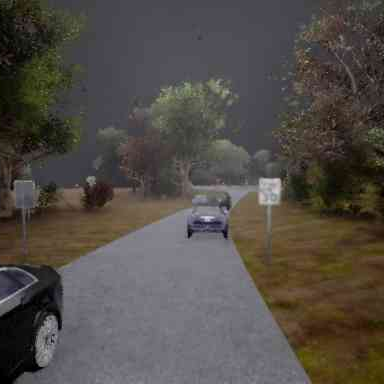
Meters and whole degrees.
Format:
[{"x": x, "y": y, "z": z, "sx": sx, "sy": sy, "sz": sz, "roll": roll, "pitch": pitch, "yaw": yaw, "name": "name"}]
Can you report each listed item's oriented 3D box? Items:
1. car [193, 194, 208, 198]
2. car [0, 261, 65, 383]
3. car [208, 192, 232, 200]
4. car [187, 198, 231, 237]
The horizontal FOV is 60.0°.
[{"x": 1.242, "y": 1.054, "z": 44.153, "sx": 2.097, "sy": 1.767, "sz": 4.553, "roll": 2, "pitch": 2, "yaw": 10, "name": "car"}, {"x": -2.763, "y": 1.484, "z": 2.861, "sx": 2.128, "sy": 1.511, "sz": 4.902, "roll": 0, "pitch": 0, "yaw": 1, "name": "car"}, {"x": 3.675, "y": 1.048, "z": 41.167, "sx": 2.150, "sy": 2.045, "sz": 5.566, "roll": 1, "pitch": 2, "yaw": 10, "name": "car"}, {"x": 0.931, "y": 1.407, "z": 18.622, "sx": 2.097, "sy": 1.767, "sz": 4.553, "roll": 0, "pitch": 0, "yaw": 4, "name": "car"}]
